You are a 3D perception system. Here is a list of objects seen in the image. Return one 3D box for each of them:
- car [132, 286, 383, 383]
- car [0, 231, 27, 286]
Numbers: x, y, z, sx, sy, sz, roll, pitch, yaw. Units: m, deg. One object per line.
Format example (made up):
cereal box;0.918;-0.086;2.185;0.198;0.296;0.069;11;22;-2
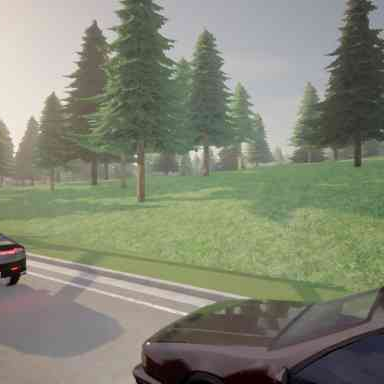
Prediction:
car;2.011;1.547;2.558;5.357;1.411;2.033;0;0;35
car;-5.979;1.492;8.148;4.902;1.511;2.128;0;0;36
